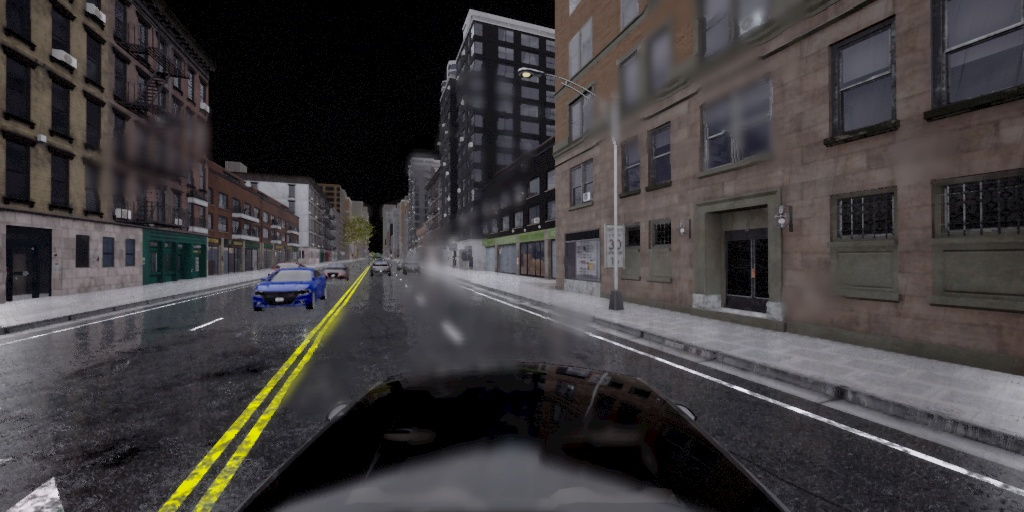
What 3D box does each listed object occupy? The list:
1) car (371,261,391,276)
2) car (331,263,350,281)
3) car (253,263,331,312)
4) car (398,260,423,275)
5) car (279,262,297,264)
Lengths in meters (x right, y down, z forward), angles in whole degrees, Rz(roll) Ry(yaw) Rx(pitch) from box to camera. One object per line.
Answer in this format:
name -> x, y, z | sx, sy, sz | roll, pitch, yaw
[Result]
car -> -13.238, 1.217, 36.160 | 2.128, 1.511, 4.902 | 0, 0, -21
car -> -14.220, 1.296, 28.955 | 1.994, 1.385, 4.181 | 0, 0, -21
car -> -8.836, 1.223, 14.614 | 1.882, 1.535, 5.008 | 0, 0, -21
car -> -10.801, 1.214, 38.799 | 2.128, 1.511, 4.902 | 0, 0, -20
car -> -17.177, 1.210, 27.586 | 1.882, 1.535, 5.008 | 0, 0, -21
